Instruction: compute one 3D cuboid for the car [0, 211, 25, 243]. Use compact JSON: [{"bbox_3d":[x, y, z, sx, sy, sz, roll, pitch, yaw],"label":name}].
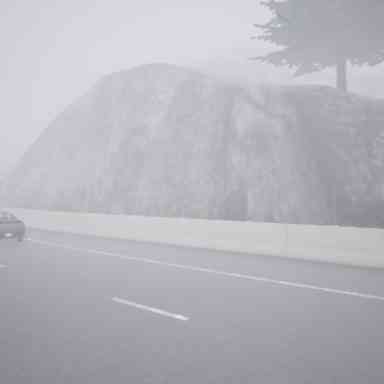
[{"bbox_3d":[-9.858,1.673,16.165,4.902,1.511,2.128,-1,-1,41],"label":"car"}]
